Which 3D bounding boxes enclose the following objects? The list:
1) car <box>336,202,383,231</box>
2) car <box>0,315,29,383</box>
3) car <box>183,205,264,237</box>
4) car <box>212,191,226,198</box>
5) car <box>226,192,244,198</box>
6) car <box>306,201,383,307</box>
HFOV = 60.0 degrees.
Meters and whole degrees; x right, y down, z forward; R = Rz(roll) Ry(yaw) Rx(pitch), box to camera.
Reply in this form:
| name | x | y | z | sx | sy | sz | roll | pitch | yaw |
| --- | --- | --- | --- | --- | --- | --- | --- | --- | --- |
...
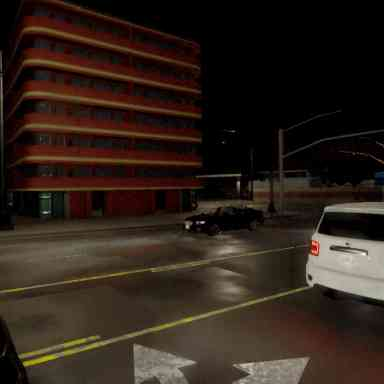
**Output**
| name | x | y | z | sx | sy | sz | roll | pitch | yaw |
| --- | --- | --- | --- | --- | --- | --- | --- | --- | --- |
| car | 10.872 | 1.394 | 20.172 | 4.674 | 1.442 | 1.812 | -1 | 0 | -35 |
| car | -3.634 | 1.222 | 1.160 | 5.566 | 2.045 | 2.150 | 0 | 0 | -35 |
| car | 1.781 | 1.475 | 18.095 | 4.902 | 1.511 | 2.128 | 0 | 0 | -35 |
| car | 7.466 | 0.671 | 89.346 | 4.611 | 1.667 | 2.242 | -1 | 1 | -35 |
| car | 11.432 | 0.817 | 85.120 | 3.806 | 1.475 | 1.970 | -1 | 1 | -35 |
| car | 4.809 | 1.217 | 7.156 | 5.566 | 2.045 | 2.150 | 0 | 0 | -35 |
